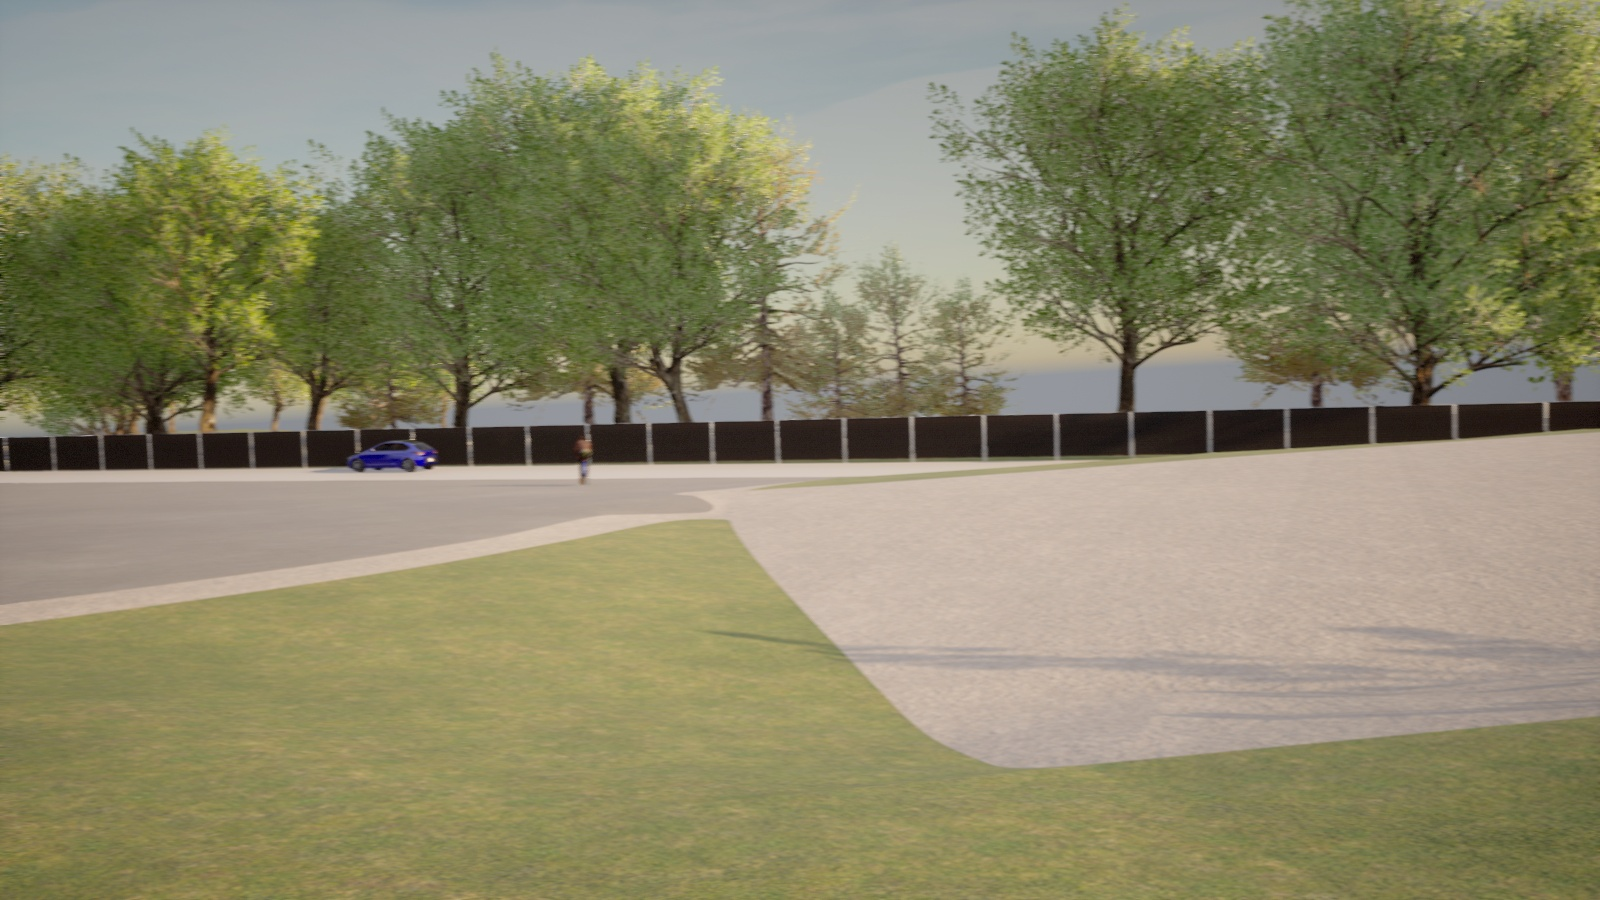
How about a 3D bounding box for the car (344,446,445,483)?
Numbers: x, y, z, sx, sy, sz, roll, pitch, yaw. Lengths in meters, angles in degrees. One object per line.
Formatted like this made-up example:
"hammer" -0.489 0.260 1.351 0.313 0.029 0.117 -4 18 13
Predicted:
"car" -19.180 0.690 59.439 4.193 1.474 1.816 -2 4 17
